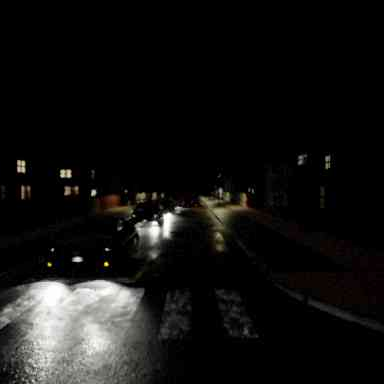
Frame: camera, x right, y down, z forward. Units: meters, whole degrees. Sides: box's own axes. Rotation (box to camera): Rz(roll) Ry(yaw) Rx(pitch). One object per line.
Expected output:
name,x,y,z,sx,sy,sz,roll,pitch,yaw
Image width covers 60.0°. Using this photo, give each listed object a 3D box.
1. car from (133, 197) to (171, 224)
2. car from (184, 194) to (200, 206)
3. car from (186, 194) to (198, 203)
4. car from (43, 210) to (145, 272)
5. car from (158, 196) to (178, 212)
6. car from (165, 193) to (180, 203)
car,-2.838,1.317,22.638,2.033,1.411,5.357,0,1,0
car,0.023,1.046,43.812,1.882,1.535,5.008,0,0,0
car,0.032,1.025,54.231,1.812,1.442,4.674,0,0,0
car,-2.845,1.466,10.253,1.994,1.385,4.181,0,1,0
car,-2.822,1.163,33.262,2.128,1.511,4.902,0,0,0
car,-2.724,0.804,48.371,1.895,1.301,4.718,0,0,0
